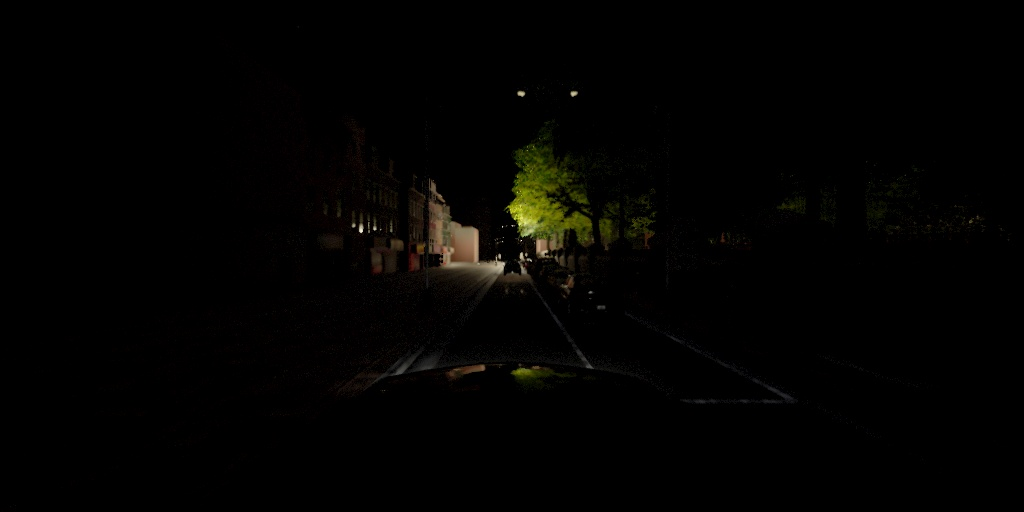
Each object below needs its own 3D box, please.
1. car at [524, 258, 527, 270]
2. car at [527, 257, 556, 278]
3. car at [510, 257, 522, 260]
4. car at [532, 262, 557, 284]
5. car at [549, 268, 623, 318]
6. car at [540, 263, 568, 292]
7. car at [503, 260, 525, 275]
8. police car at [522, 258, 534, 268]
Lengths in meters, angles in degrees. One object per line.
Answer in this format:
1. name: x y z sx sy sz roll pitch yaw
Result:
1. car: 2.643 1.158 40.015 1.967 1.591 4.097 0 0 0
2. car: 2.641 1.028 29.114 2.192 1.841 5.009 0 0 0
3. car: 0.023 1.236 49.171 1.837 1.490 4.892 0 0 0
4. car: 2.640 1.264 23.666 2.007 1.370 4.403 0 0 0
5. car: 2.639 1.276 12.765 2.007 1.370 4.403 0 0 0
6. car: 2.639 1.243 18.384 1.751 1.417 4.829 0 0 0
7. car: 0.056 1.317 37.480 1.895 1.301 4.718 0 0 0
8. police car: 2.759 1.184 62.721 1.930 1.638 5.238 0 0 0
